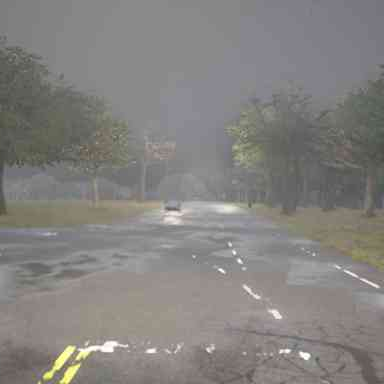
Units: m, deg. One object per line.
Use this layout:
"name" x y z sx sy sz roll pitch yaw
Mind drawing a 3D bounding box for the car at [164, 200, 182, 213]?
"car" -2.358 1.793 42.428 1.882 1.535 5.008 1 0 2

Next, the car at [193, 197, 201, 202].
"car" 1.517 2.108 94.207 2.033 1.411 5.357 1 -1 9
